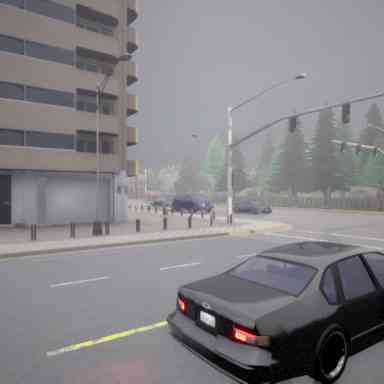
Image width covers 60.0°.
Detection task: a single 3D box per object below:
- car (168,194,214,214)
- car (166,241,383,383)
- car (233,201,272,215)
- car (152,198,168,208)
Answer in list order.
[{"bbox_3d":[0.014,1.264,36.485,2.150,2.045,5.566,0,0,-36],"label":"car"},{"bbox_3d":[2.238,1.545,5.377,5.357,1.411,2.033,0,0,-35],"label":"car"},{"bbox_3d":[6.127,1.605,33.990,1.994,1.385,4.181,0,0,-36],"label":"car"},{"bbox_3d":[-4.106,1.567,48.221,1.812,1.442,4.674,0,0,-36],"label":"car"}]
